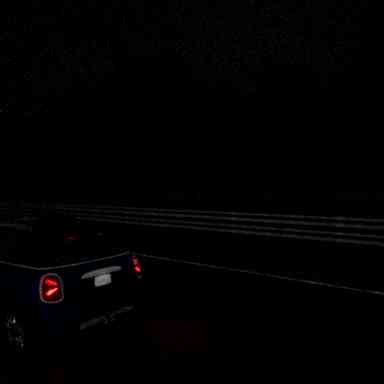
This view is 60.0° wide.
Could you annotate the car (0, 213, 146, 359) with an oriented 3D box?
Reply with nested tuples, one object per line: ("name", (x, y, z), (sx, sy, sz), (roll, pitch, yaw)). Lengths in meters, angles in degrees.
("car", (-3.051, 1.309, 6.166), (4.553, 1.767, 2.097), (1, 0, 35))

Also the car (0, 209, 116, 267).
("car", (-5.391, 1.466, 12.132), (5.357, 1.411, 2.033), (0, 0, 35))
